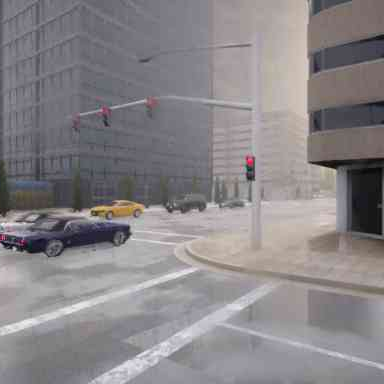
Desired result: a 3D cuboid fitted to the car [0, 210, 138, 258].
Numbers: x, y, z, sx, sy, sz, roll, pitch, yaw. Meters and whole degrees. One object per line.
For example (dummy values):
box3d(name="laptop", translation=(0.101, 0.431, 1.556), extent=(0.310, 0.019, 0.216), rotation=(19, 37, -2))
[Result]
box3d(name="car", translation=(-4.574, 1.601, 12.857), extent=(1.895, 1.301, 4.718), rotation=(0, 0, 36))

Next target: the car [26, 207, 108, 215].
box3d(name="car", translation=(-6.650, 1.601, 15.956), extent=(1.895, 1.301, 4.718), rotation=(0, 0, 36))

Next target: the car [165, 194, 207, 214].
box3d(name="car", translation=(-0.556, 1.221, 36.612), extent=(2.150, 2.045, 5.566), rotation=(0, 0, 36))

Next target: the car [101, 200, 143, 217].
box3d(name="car", translation=(-6.374, 1.478, 28.601), extent=(1.882, 1.535, 5.008), rotation=(0, 0, 36))

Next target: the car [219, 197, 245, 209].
box3d(name="car", translation=(5.399, 1.491, 44.808), extent=(2.128, 1.511, 4.902), rotation=(0, 0, 36))
